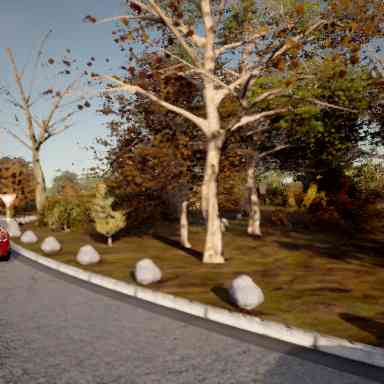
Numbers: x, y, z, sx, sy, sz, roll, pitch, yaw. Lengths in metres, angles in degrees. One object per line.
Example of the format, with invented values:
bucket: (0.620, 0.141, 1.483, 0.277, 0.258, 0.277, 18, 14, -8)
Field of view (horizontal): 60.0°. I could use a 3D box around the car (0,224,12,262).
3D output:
car: (-8.262, 1.575, 12.245, 2.097, 1.767, 4.553, -1, -1, -41)
